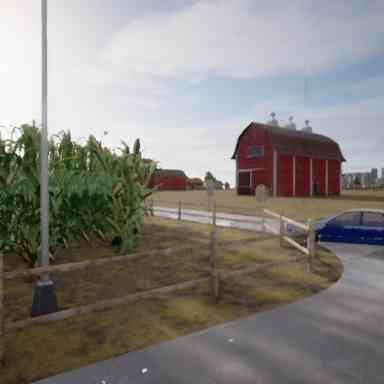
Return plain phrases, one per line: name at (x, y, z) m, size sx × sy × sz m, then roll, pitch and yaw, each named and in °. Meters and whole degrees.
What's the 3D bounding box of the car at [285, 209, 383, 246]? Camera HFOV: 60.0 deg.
car at (6.365, 1.354, 12.680) m, size 5.357 × 1.411 × 2.033 m, roll 0°, pitch 1°, yaw 31°
